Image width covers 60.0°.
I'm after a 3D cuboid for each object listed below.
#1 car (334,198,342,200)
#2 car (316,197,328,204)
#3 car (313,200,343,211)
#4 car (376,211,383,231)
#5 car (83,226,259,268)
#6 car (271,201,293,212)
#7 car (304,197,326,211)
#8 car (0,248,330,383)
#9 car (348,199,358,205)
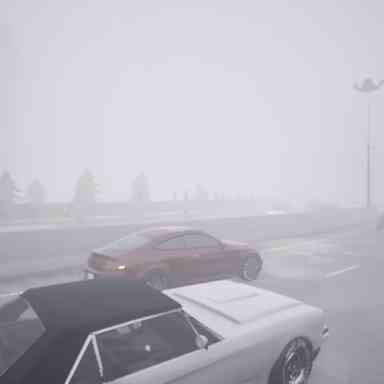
[{"bbox_3d":[35.316,2.059,80.271,1.994,1.385,4.181,0,0,28],"label":"car"},{"bbox_3d":[31.148,1.941,79.853,2.128,1.511,4.902,0,0,28],"label":"car"},{"bbox_3d":[14.467,1.807,34.628,1.994,1.385,4.181,0,0,34],"label":"car"},{"bbox_3d":[13.002,1.680,20.924,1.812,1.442,4.674,0,0,42],"label":"car"},{"bbox_3d":[-0.264,1.578,8.207,4.674,1.442,1.812,0,0,-38],"label":"car"},{"bbox_3d":[11.745,1.857,43.359,1.994,1.385,4.181,0,0,30],"label":"car"},{"bbox_3d":[16.385,1.659,44.423,2.097,1.767,4.553,0,0,29],"label":"car"},{"bbox_3d":[-0.612,1.623,3.490,4.718,1.301,1.895,0,0,-36],"label":"car"},{"bbox_3d":[34.414,2.095,70.989,1.895,1.301,4.718,0,0,28],"label":"car"}]
